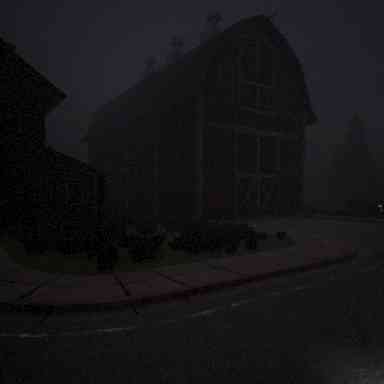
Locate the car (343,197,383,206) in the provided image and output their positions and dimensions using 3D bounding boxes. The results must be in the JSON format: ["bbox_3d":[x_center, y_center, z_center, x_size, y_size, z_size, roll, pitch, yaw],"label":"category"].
[{"bbox_3d":[18.318,1.363,35.154,2.097,1.767,4.553,0,0,-34],"label":"car"}]
